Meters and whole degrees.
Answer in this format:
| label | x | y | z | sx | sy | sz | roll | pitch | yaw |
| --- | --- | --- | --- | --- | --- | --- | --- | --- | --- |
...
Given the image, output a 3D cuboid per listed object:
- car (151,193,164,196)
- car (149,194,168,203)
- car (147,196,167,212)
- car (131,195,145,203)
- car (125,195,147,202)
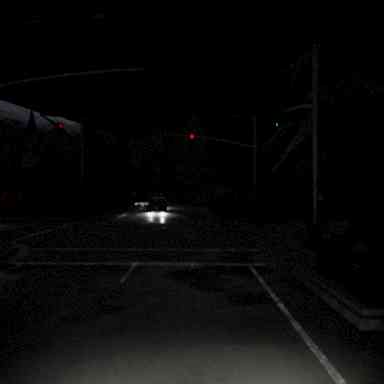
| label | x | y | z | sx | sy | sz | roll | pitch | yaw |
| --- | --- | --- | --- | --- | --- | --- | --- | --- | --- |
| car | -5.135 | 1.132 | 49.815 | 2.150 | 2.045 | 5.566 | 0 | 0 | -13 |
| car | -6.633 | 1.234 | 65.158 | 2.097 | 1.767 | 4.553 | 0 | 0 | -27 |
| car | -3.778 | 1.497 | 36.738 | 1.994 | 1.385 | 4.181 | 0 | 0 | -2 |
| car | -11.192 | 1.481 | 66.157 | 1.895 | 1.301 | 4.718 | 0 | 0 | -31 |
| car | -12.387 | 1.347 | 73.461 | 4.902 | 1.511 | 2.128 | 0 | 0 | 42 |
